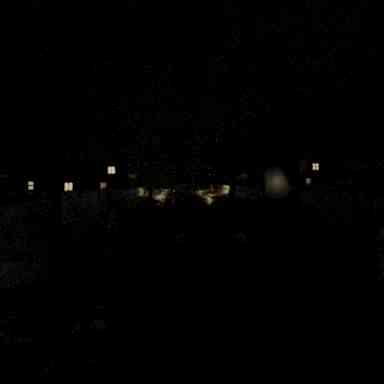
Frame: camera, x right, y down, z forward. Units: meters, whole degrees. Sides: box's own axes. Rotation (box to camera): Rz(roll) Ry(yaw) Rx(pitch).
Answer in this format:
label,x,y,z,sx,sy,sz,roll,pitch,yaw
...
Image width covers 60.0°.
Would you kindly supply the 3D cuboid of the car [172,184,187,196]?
label,x,y,z,sx,sy,sz,roll,pitch,yaw
car,-2.300,-0.110,55.187,1.812,1.442,4.674,-1,2,-3
